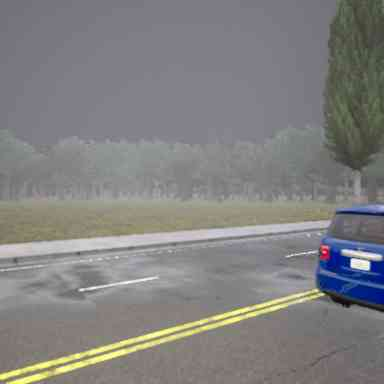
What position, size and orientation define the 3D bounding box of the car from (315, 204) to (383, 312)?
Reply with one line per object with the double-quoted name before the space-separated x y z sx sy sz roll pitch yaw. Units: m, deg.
"car" 4.885 1.268 6.875 5.566 2.045 2.150 0 0 -35
